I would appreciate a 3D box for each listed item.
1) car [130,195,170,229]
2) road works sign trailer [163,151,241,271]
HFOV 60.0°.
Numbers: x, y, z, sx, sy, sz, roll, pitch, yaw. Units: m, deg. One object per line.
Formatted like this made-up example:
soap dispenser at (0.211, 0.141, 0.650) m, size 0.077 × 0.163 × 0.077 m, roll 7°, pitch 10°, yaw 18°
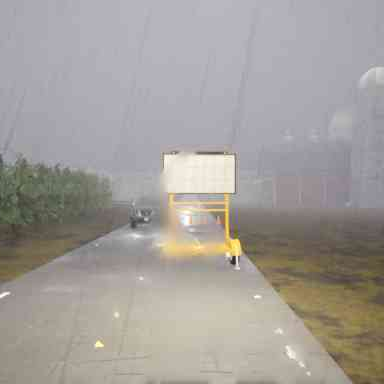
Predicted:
car at (-2.664, 1.258, 22.300) m, size 2.150 × 2.045 × 5.566 m, roll 0°, pitch 0°, yaw 0°
road works sign trailer at (0.231, 0.471, 11.005) m, size 2.380 × 3.560 × 2.880 m, roll 0°, pitch 0°, yaw -4°
